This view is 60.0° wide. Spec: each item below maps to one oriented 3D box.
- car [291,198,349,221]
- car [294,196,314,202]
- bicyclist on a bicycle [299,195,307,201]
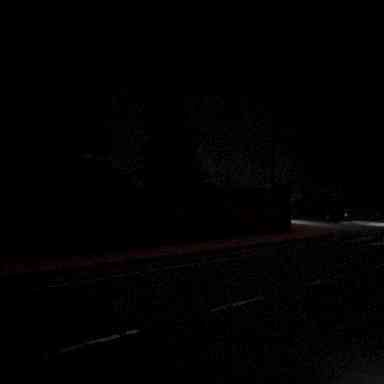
[{"bbox_3d":[10.081,1.435,26.814,2.128,1.511,4.902,0,0,-35],"label":"car"},{"bbox_3d":[25.711,1.539,76.112,4.718,1.301,1.895,0,0,-35],"label":"car"},{"bbox_3d":[14.110,1.245,42.212,1.656,1.620,0.582,0,0,-25],"label":"bicyclist on a bicycle"}]
